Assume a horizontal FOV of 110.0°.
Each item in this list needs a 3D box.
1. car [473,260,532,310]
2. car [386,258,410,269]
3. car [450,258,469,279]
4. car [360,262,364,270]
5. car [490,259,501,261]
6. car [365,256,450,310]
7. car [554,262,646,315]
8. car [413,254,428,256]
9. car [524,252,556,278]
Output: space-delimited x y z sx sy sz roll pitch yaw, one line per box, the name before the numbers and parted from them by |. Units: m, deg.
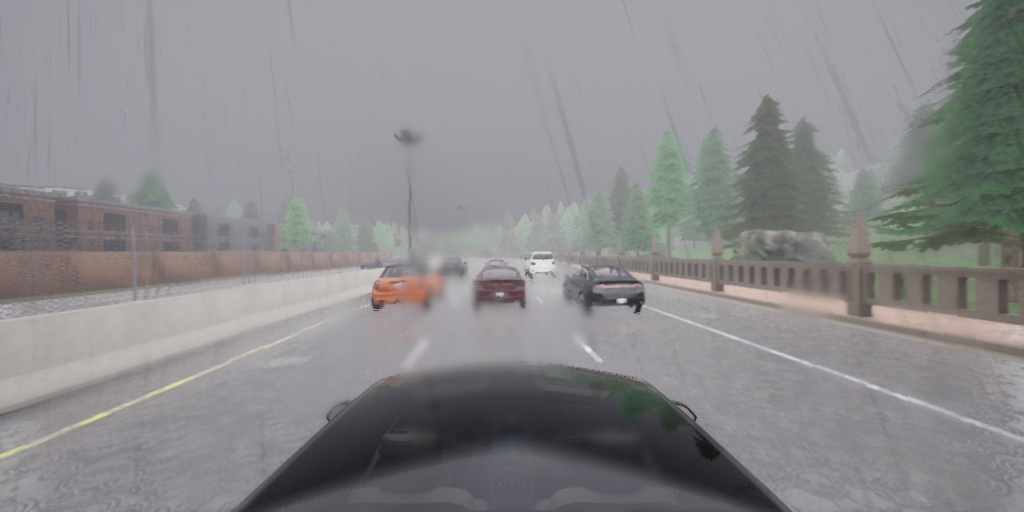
car | -0.484 1.113 14.288 1.882 1.535 5.008 -1 0 -3
car | -16.556 1.028 52.497 2.128 1.511 4.902 -1 0 -3
car | -4.764 0.909 29.668 2.097 1.767 4.553 -1 0 -3
car | -20.011 1.151 51.537 2.033 1.411 5.357 -1 1 -2
car | -1.324 1.011 31.131 1.812 1.442 4.674 -1 1 -3
car | -4.003 1.044 14.582 2.097 1.767 4.553 -1 0 -3
car | 3.084 1.079 12.828 2.128 1.511 4.902 -1 0 -2
car | -12.946 0.720 49.939 2.150 2.045 5.566 -1 1 -3
car | 2.261 0.666 29.254 2.150 2.045 5.566 -1 1 -2
